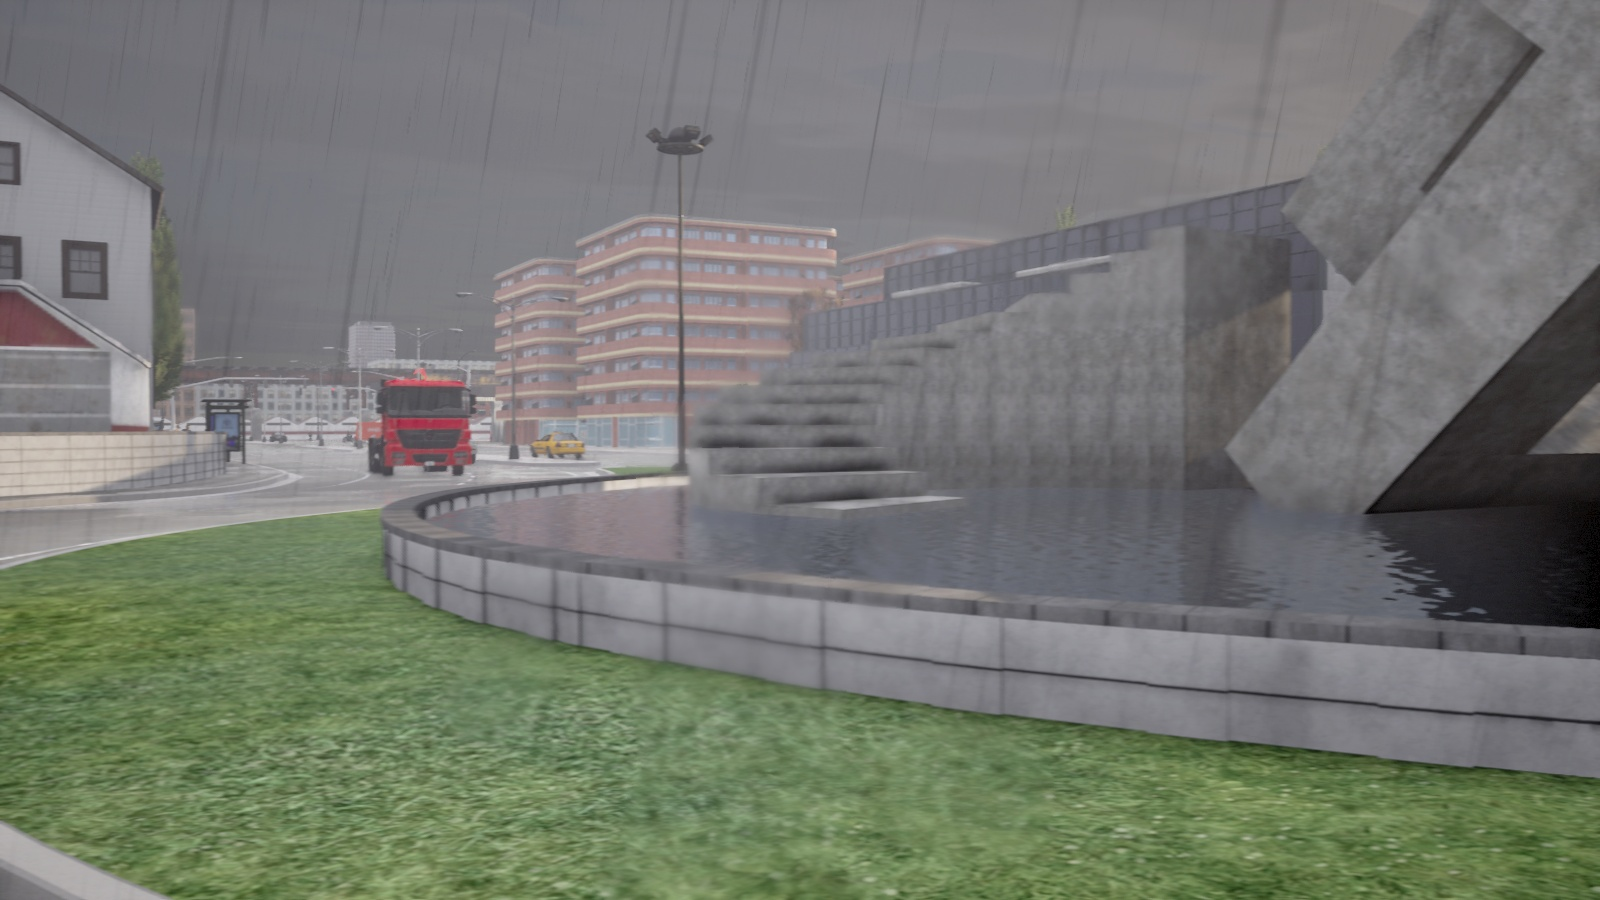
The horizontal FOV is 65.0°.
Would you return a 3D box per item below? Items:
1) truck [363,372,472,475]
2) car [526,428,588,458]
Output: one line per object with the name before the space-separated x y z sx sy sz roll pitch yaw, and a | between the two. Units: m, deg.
truck | -14.275 -0.961 46.417 2.891 3.462 7.936 0 1 -24
car | -13.533 -0.414 69.678 1.801 1.575 5.366 0 1 -29
